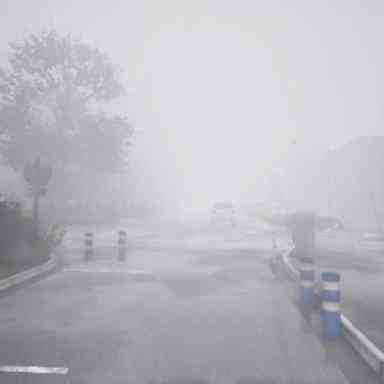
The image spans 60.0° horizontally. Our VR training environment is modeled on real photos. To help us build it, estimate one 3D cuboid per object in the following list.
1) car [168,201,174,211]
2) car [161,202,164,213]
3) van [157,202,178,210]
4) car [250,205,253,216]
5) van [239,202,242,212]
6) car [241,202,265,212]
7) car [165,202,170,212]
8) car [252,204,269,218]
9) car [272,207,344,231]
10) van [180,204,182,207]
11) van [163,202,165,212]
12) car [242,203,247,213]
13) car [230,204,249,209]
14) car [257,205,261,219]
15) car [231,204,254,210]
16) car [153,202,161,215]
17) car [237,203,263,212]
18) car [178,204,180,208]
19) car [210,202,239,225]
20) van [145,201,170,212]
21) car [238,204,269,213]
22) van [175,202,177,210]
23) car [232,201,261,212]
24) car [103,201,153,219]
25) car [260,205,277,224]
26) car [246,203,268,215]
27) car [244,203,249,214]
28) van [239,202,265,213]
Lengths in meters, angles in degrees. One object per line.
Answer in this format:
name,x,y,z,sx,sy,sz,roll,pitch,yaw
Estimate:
car,-6.585,2.959,60.960,5.366,1.575,1.946,0,-2,-16
car,-7.336,2.748,52.082,4.792,1.488,2.163,0,-1,-16
van,-5.784,3.260,78.498,4.442,1.987,1.878,0,-2,-16
car,9.747,2.507,39.267,4.674,1.452,2.002,2,-1,-16
van,10.727,2.712,56.800,4.442,1.987,1.878,2,-1,-16
car,10.504,2.656,50.986,4.553,1.767,2.185,2,-1,-16
car,-6.937,2.880,57.967,4.892,1.521,2.231,0,-1,-16
car,9.740,2.391,36.399,5.366,1.575,1.946,2,-2,-16
car,8.837,2.078,24.636,4.892,1.521,2.231,1,-2,-16
van,-5.380,3.352,81.511,4.442,1.987,1.878,0,-2,-16
van,-7.236,2.573,54.997,4.442,1.987,1.878,0,-1,-16
car,10.295,2.703,48.050,4.892,1.521,2.231,2,-1,-16
car,13.031,4.036,91.956,4.792,1.488,2.163,2,-2,-16
car,9.385,2.351,33.411,4.674,1.452,2.002,2,-1,-16
car,12.641,3.729,83.224,5.366,1.575,1.946,2,-2,-16
car,-7.463,2.513,49.167,4.553,1.767,2.185,0,-1,-17
car,11.349,3.064,65.609,4.553,1.767,2.185,2,-2,-16
car,-5.859,3.434,75.594,4.674,1.452,2.002,0,-2,-17
car,2.885,1.957,31.233,2.150,2.045,5.566,0,-1,4
van,-6.694,2.820,63.813,4.442,1.987,1.878,0,-1,-16
car,11.008,3.023,59.759,5.008,1.535,2.097,2,-2,-16
van,-6.109,2.992,69.763,4.442,1.987,1.878,0,-2,-16
car,11.770,3.114,71.483,5.566,2.045,2.435,2,-2,-16
car,-8.012,2.153,40.361,5.566,2.045,2.435,0,-2,-16
car,9.209,2.234,30.485,4.892,1.521,2.231,2,-1,-16
car,9.937,2.546,42.191,4.892,1.521,2.231,2,-1,-17
car,10.079,2.652,45.112,4.792,1.488,2.163,1,-1,-16
van,11.310,2.884,62.728,4.442,1.987,1.878,2,-2,-16
